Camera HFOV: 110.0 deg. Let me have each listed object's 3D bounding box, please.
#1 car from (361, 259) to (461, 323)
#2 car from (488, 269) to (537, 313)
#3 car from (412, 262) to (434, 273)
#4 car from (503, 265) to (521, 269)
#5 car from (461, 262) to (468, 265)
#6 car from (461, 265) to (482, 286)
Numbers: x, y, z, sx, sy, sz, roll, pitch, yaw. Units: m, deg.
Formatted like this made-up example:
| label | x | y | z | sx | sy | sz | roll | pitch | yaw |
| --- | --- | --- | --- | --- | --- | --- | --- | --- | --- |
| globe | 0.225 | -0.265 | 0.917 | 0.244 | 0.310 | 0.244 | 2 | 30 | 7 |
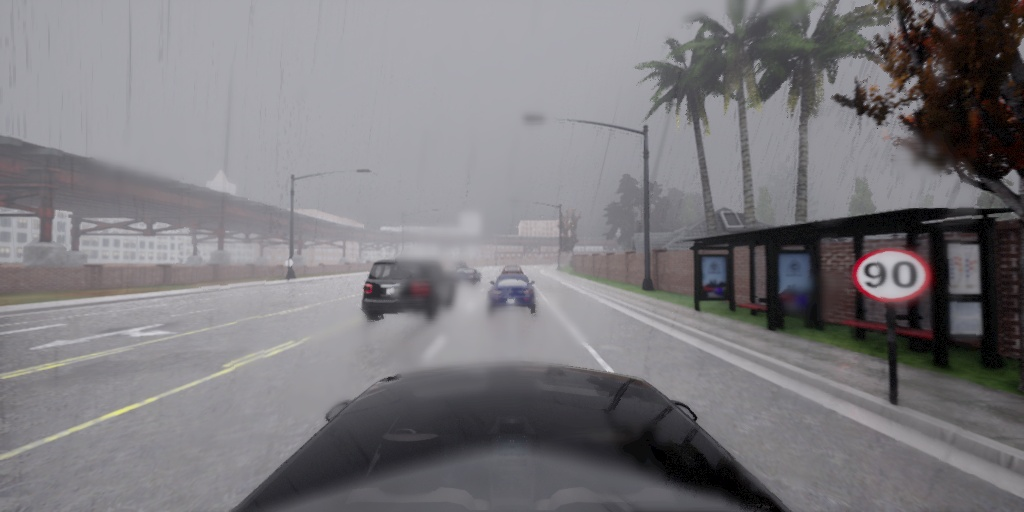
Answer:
| label | x | y | z | sx | sy | sz | roll | pitch | yaw |
| --- | --- | --- | --- | --- | --- | --- | --- | --- | --- |
| car | -3.479 | 1.139 | 13.095 | 2.150 | 2.045 | 5.566 | 0 | 0 | 0 |
| car | 0.040 | 1.452 | 14.825 | 1.812 | 1.442 | 4.674 | 0 | 0 | 1 |
| car | -13.889 | 1.725 | 56.151 | 1.882 | 1.535 | 5.008 | -1 | 0 | 3 |
| car | 0.037 | 1.525 | 30.288 | 1.882 | 1.535 | 5.008 | 0 | 0 | 1 |
| car | -9.343 | 1.787 | 64.547 | 2.128 | 1.511 | 4.902 | -1 | 0 | 12 |
| car | -3.480 | 1.644 | 28.490 | 1.895 | 1.301 | 4.718 | 0 | 0 | 1 |
